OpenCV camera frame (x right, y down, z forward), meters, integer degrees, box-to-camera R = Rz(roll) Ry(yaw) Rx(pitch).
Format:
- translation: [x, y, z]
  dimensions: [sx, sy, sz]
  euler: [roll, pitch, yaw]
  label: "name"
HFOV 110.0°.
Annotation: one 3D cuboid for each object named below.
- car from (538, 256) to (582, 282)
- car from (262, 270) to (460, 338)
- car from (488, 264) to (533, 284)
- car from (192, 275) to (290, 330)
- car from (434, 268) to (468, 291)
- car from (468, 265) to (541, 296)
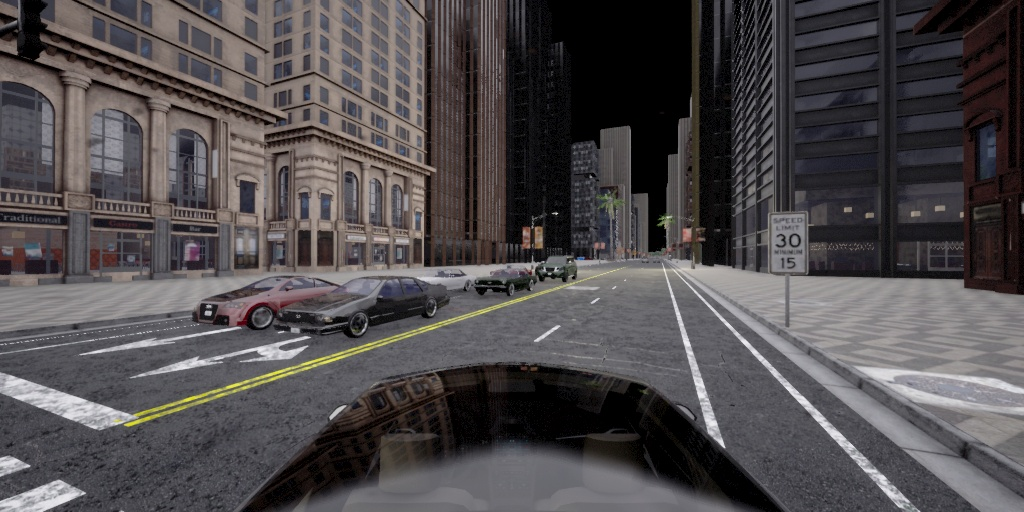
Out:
- translation: [3.858, 0.986, 29.342]
  dimensions: [2.150, 2.045, 5.566]
  euler: [0, 0, 22]
  label: "car"
- translation: [-3.907, 1.299, 10.601]
  dimensions: [2.033, 1.411, 5.357]
  euler: [0, 0, 22]
  label: "car"
- translation: [-0.010, 1.364, 28.506]
  dimensions: [1.895, 1.301, 4.718]
  euler: [0, 0, 23]
  label: "car"
- translation: [-7.170, 1.316, 11.206]
  dimensions: [1.994, 1.385, 4.181]
  euler: [0, 0, 23]
  label: "car"
- translation: [-3.823, 1.357, 19.303]
  dimensions: [1.895, 1.301, 4.718]
  euler: [0, 0, 23]
  label: "car"
- translation: [-0.238, 1.357, 19.461]
  dimensions: [1.895, 1.301, 4.718]
  euler: [0, 0, 23]
  label: "car"
